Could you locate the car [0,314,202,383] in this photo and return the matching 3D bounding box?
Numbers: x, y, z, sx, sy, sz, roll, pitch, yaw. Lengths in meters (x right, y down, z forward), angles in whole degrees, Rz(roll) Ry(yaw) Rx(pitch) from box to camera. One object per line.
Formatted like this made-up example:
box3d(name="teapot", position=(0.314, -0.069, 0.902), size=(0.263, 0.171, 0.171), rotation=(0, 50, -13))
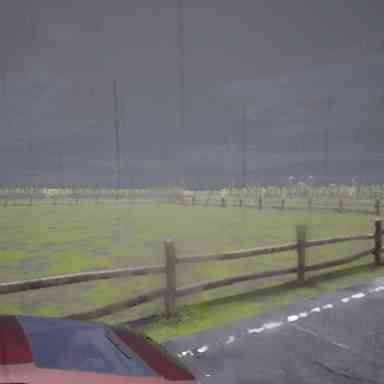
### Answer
box3d(name="car", position=(-1.866, 1.558, 1.767), size=(4.181, 1.385, 1.994), rotation=(0, 0, -35))
